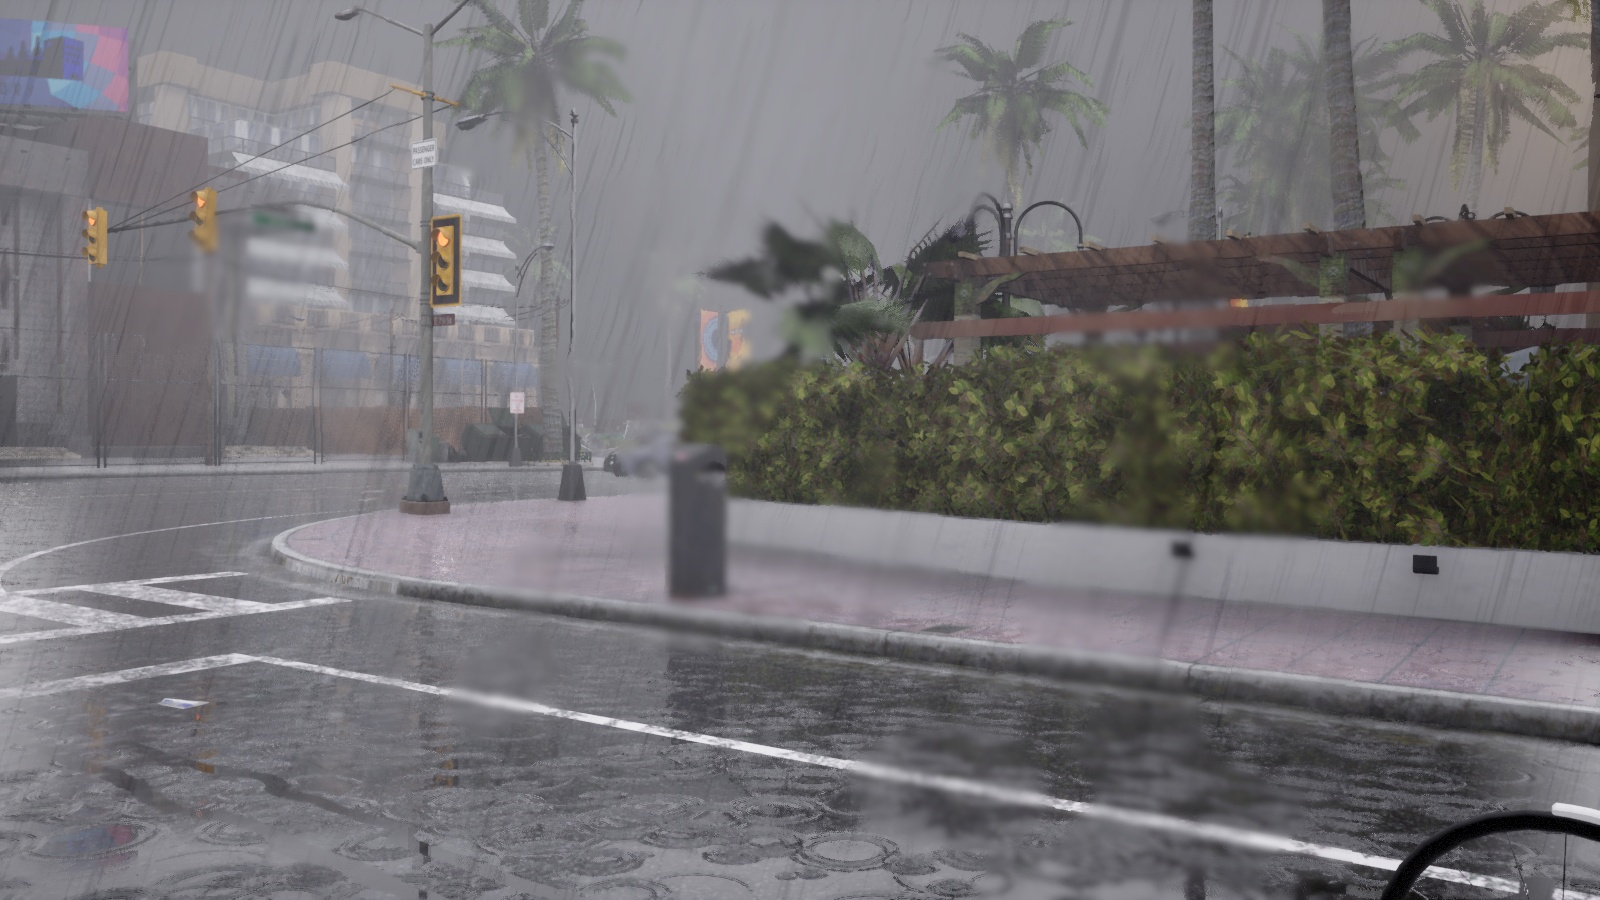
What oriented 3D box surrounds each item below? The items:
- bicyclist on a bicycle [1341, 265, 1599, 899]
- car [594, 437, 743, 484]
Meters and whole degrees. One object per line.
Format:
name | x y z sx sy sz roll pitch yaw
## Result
bicyclist on a bicycle | 2.029 0.553 2.267 1.843 1.776 0.659 0 1 34
car | -4.111 0.294 39.440 4.181 1.385 1.994 -1 1 -31
